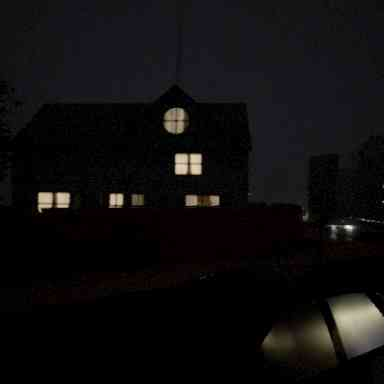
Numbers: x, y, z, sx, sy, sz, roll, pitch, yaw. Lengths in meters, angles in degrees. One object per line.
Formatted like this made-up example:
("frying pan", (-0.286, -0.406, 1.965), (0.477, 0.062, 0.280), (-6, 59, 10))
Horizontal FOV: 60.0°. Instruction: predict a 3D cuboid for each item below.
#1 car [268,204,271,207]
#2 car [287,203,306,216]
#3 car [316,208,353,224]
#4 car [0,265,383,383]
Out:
("car", (14.550, 2.860, 60.907), (2.033, 1.411, 5.357), (1, -1, 4))
("car", (13.312, 2.177, 43.343), (2.097, 1.767, 4.553), (1, -2, 4))
("car", (12.395, 2.041, 29.569), (2.033, 1.411, 5.357), (1, -1, 4))
("car", (0.702, 1.558, 3.316), (5.357, 1.411, 2.033), (0, 0, -30))
